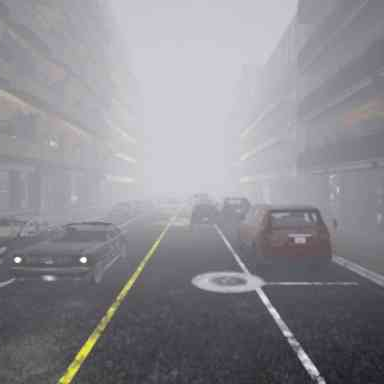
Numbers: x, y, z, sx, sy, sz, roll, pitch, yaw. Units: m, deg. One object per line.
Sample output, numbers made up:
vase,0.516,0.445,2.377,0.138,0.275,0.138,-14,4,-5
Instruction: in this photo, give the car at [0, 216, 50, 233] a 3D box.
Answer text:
car,-5.703,1.502,10.660,2.008,1.369,4.403,-1,0,0

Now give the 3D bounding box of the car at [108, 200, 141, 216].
car,-5.689,1.457,27.465,1.802,1.307,4.206,-1,0,0

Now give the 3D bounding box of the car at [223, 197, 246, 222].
car,2.686,1.216,21.831,2.192,1.841,5.009,-1,0,0

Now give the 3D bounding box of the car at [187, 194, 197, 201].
car,0.026,1.180,68.100,1.994,1.385,4.181,0,0,0

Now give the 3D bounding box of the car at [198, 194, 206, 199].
car,2.714,1.154,89.056,2.008,1.369,4.403,-1,0,0

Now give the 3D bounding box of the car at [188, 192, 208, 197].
car,0.915,1.055,37.492,2.150,2.045,5.566,0,0,0

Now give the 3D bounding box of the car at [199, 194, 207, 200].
car,2.712,1.194,83.453,1.947,1.339,4.313,-1,0,0

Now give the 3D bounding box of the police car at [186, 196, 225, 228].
police car,0.806,1.328,21.579,1.930,1.638,5.238,0,0,1

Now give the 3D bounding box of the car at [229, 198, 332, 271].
car,2.681,1.266,10.627,2.192,1.841,5.009,-1,0,0

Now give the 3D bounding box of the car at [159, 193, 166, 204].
car,-5.679,1.301,55.475,2.008,1.369,4.403,-1,0,0

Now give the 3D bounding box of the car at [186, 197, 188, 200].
car,0.023,1.309,56.722,1.994,1.385,4.181,0,0,0

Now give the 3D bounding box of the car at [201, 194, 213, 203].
car,2.702,1.166,61.045,1.967,1.590,4.097,-1,0,0

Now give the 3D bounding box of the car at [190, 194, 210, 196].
car,0.912,1.312,31.653,1.801,1.575,5.366,0,0,0

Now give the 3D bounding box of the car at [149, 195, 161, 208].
car,-5.683,1.351,44.272,2.008,1.369,4.403,-1,0,0

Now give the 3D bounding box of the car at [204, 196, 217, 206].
car,2.699,1.300,50.011,1.752,1.417,4.829,-1,0,0

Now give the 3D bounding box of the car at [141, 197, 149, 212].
car,-5.687,1.432,33.067,1.802,1.307,4.206,-1,0,0

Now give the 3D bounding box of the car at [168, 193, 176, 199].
car,-5.664,1.129,94.689,2.008,1.369,4.403,-1,0,0

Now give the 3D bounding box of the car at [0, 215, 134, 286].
car,-3.096,1.557,9.433,1.895,1.301,4.718,0,0,0

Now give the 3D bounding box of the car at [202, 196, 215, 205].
car,2.701,1.316,55.444,1.947,1.339,4.313,-1,0,0

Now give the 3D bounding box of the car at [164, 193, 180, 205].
car,-3.022,1.322,53.777,1.994,1.385,4.181,0,0,0
